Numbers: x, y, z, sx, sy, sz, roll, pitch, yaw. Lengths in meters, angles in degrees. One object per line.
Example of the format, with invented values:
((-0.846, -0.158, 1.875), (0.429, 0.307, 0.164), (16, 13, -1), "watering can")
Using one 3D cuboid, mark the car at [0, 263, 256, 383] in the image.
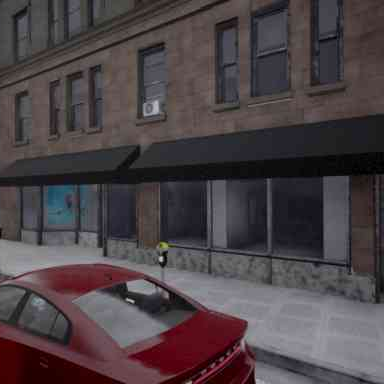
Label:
((-1.501, 1.545, 3.919), (4.507, 1.381, 1.887), (0, 0, 35), "car")
